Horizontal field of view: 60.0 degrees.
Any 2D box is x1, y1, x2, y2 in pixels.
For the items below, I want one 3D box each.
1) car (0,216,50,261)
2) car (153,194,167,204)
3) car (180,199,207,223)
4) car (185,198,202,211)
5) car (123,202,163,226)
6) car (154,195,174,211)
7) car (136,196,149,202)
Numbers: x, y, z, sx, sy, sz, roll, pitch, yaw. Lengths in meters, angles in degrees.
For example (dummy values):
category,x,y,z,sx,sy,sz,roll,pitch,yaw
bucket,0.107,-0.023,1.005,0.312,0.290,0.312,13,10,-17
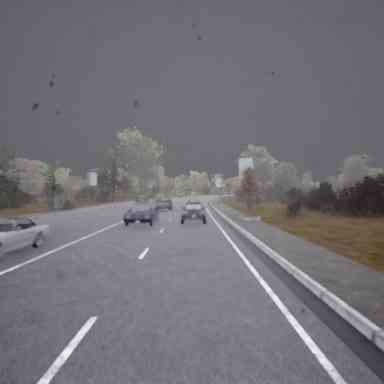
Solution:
category,x,y,z,sx,sy,sz,roll,pitch,yaw
car,-6.995,1.593,11.969,1.895,1.301,4.718,0,0,0
car,-6.166,1.302,64.848,2.097,1.767,4.553,0,0,3
car,0.117,1.507,24.992,1.812,1.442,4.674,0,0,0
car,0.210,1.535,41.805,1.994,1.385,4.181,0,0,1
car,-3.386,1.585,23.008,1.895,1.301,4.718,0,0,0
car,-3.304,1.464,41.122,2.128,1.511,4.902,0,0,1
car,-9.664,1.453,64.958,2.128,1.511,4.902,0,0,3
